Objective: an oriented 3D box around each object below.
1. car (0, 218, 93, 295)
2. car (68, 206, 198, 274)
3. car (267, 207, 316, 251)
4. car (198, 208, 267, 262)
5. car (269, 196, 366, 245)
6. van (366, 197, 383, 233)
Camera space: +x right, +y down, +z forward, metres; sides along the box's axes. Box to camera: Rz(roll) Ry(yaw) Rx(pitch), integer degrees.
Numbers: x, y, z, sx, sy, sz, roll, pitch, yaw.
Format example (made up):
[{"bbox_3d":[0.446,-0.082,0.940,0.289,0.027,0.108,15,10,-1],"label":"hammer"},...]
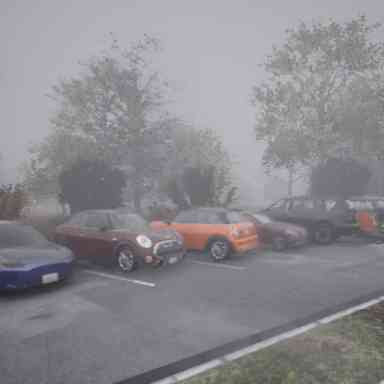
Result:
[{"bbox_3d":[-5.090,1.521,8.701,4.792,1.488,2.163,-1,-1,35],"label":"car"},{"bbox_3d":[-2.377,1.366,10.700,4.553,1.767,2.185,-1,-1,35],"label":"car"},{"bbox_3d":[2.496,1.532,14.136,4.674,1.452,2.002,-1,-1,35],"label":"car"},{"bbox_3d":[0.094,1.366,12.385,4.553,1.767,2.185,-1,0,35],"label":"car"},{"bbox_3d":[4.892,1.241,15.878,5.566,2.045,2.435,-1,0,34],"label":"car"},{"bbox_3d":[7.439,1.265,17.527,4.442,1.987,1.878,-1,-1,35],"label":"van"}]
